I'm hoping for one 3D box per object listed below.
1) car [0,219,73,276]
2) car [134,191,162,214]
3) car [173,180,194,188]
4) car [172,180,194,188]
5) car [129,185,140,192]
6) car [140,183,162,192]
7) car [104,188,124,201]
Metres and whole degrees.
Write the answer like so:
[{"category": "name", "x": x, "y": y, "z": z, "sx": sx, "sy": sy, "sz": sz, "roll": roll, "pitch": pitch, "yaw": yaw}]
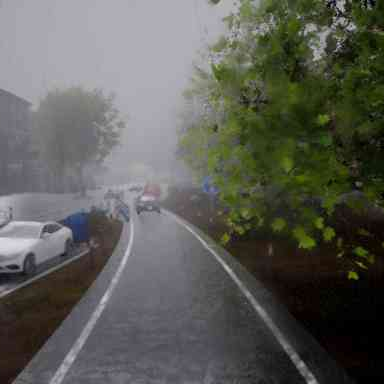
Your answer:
[{"category": "car", "x": -5.582, "y": 1.700, "z": 11.312, "sx": 2.002, "sy": 1.452, "sz": 4.674, "roll": 2, "pitch": 1, "yaw": 1}, {"category": "car", "x": -3.702, "y": 0.945, "z": 27.149, "sx": 1.812, "sy": 1.442, "sz": 4.674, "roll": -1, "pitch": 3, "yaw": -13}, {"category": "car", "x": -2.301, "y": -2.138, "z": 91.639, "sx": 5.566, "sy": 2.045, "sz": 2.435, "roll": 0, "pitch": 1, "yaw": -24}, {"category": "car", "x": -2.567, "y": -2.206, "z": 94.555, "sx": 5.566, "sy": 2.045, "sz": 2.435, "roll": 0, "pitch": 2, "yaw": -24}, {"category": "car", "x": -10.407, "y": -0.641, "z": 61.551, "sx": 1.895, "sy": 1.301, "sz": 4.718, "roll": 0, "pitch": 3, "yaw": -3}, {"category": "car", "x": -5.326, "y": -0.240, "z": 45.191, "sx": 2.150, "sy": 2.045, "sz": 5.566, "roll": 0, "pitch": 3, "yaw": -2}, {"category": "car", "x": -9.597, "y": 0.247, "z": 41.238, "sx": 1.837, "sy": 1.490, "sz": 4.892, "roll": 0, "pitch": 3, "yaw": -2}]
